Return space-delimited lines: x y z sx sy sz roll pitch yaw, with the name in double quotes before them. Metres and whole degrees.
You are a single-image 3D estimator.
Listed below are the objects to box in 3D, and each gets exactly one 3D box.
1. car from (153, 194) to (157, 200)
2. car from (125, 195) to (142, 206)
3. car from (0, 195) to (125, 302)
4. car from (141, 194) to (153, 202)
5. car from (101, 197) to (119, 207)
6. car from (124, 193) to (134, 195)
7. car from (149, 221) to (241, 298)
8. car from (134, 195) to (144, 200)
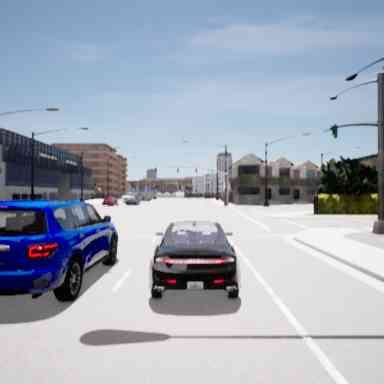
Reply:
"car" -10.569 1.324 90.483 1.837 1.490 4.892 0 0 0
"car" -10.607 1.735 59.204 1.994 1.385 4.181 0 0 0
"car" -3.439 1.204 8.377 2.150 2.045 5.566 0 0 0
"car" -10.556 1.289 74.714 2.097 1.767 4.553 0 1 0
"car" -14.116 1.664 57.398 1.882 1.535 5.008 0 1 0
"car" -14.055 1.187 73.169 2.150 2.045 5.566 0 1 0
"car" 0.062 1.471 8.420 2.128 1.511 4.902 0 0 0
"car" -14.067 1.414 88.901 1.895 1.301 4.718 0 0 0
